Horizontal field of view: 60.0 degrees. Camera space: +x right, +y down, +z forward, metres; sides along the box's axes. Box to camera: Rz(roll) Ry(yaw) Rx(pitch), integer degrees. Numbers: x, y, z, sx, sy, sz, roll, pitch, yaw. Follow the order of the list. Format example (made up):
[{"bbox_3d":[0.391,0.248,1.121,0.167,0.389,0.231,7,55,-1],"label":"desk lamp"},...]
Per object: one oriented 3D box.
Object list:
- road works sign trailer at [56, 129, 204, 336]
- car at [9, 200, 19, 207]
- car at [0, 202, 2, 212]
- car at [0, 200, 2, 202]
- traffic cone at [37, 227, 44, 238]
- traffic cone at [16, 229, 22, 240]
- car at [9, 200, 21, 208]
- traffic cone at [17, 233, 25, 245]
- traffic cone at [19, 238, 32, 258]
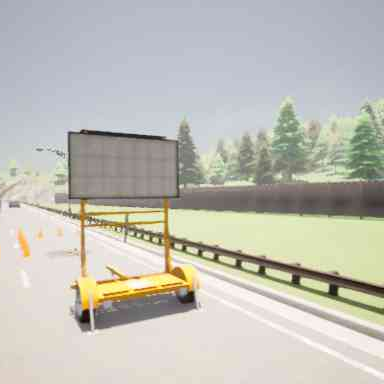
[{"bbox_3d":[-1.443,0.548,7.140,2.380,3.560,2.880,0,-1,-30],"label":"road works sign trailer"},{"bbox_3d":[-41.749,2.595,77.823,1.882,1.535,5.008,0,-1,-30],"label":"car"},{"bbox_3d":[-19.561,2.013,32.055,2.128,1.511,4.902,0,-1,-30],"label":"car"},{"bbox_3d":[-30.898,2.383,51.937,2.033,1.411,5.357,0,-1,-30],"label":"car"},{"bbox_3d":[-8.290,2.220,18.176,0.340,0.580,0.340,0,-1,-30],"label":"traffic cone"},{"bbox_3d":[-8.168,2.197,15.943,0.340,0.580,0.340,0,-1,-30],"label":"traffic cone"},{"bbox_3d":[-36.773,2.607,69.100,1.994,1.385,4.181,0,-1,-30],"label":"car"},{"bbox_3d":[-7.177,2.169,14.206,0.340,0.580,0.340,0,-1,-30],"label":"traffic cone"},{"bbox_3d":[-6.186,2.142,12.469,0.340,0.580,0.340,0,-1,-30],"label":"traffic cone"}]
